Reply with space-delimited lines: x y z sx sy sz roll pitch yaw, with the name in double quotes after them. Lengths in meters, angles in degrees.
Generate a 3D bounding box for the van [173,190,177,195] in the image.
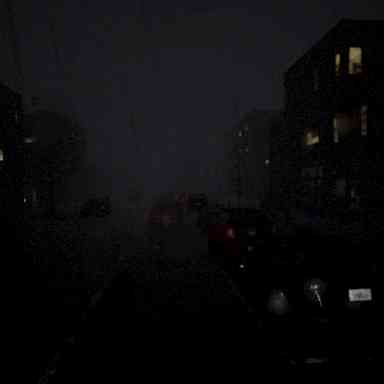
-1.603 0.855 50.999 1.690 1.788 3.998 -1 1 -5 "van"

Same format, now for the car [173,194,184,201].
-2.548 0.998 62.057 1.802 1.307 4.206 -1 1 -5 "car"

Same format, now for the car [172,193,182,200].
-3.023 0.948 67.585 1.802 1.307 4.206 -1 1 -5 "car"

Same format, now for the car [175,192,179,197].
-0.650 1.053 39.944 1.967 1.590 4.097 -1 1 -5 "car"

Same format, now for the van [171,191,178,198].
-4.454 0.559 84.165 1.690 1.788 3.998 -1 1 -5 "van"

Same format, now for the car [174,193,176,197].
-1.121 1.145 45.473 1.802 1.307 4.206 -1 1 -5 "car"

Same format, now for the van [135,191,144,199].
-12.328 0.719 77.918 1.690 1.788 3.998 -1 1 -5 "van"

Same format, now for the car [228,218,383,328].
2.205 1.472 6.779 1.947 1.339 4.313 -1 1 -5 "car"

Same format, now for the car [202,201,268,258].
1.727 1.298 12.305 1.967 1.590 4.097 -1 1 -5 "car"

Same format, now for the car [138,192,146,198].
-13.274 0.824 88.976 1.887 1.381 4.507 -1 1 -5 "car"

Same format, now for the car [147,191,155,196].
-9.692 0.477 78.687 1.812 1.442 4.674 -1 1 -5 "car"

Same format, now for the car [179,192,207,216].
0.298 1.026 28.887 2.192 1.841 5.009 -1 1 -5 "car"

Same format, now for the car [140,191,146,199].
-11.853 0.742 72.390 2.192 1.841 5.009 -1 1 -5 "car"

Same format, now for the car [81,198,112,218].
-8.048 1.261 28.169 1.967 1.590 4.097 -1 1 -5 "car"

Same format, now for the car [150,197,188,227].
-1.648 1.301 21.364 2.128 1.511 4.902 -1 1 -5 "car"

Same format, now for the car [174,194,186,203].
-2.073 1.010 56.529 1.887 1.381 4.507 -1 1 -5 "car"

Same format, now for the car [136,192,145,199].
-12.801 0.769 83.447 1.967 1.590 4.097 -1 1 -5 "car"

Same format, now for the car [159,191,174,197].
-3.879 1.057 47.249 1.882 1.535 5.008 -1 1 -5 "car"

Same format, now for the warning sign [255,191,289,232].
3.813 0.912 15.888 1.300 1.860 1.060 0 1 -5 "warning sign"

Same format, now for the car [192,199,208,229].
1.238 1.333 18.003 1.752 1.417 4.829 -1 1 -5 "car"

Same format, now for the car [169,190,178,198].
-4.930 0.484 89.693 2.192 1.841 5.009 -1 1 -5 "car"

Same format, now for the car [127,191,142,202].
-10.897 1.077 61.337 2.008 1.369 4.403 -1 1 -5 "car"

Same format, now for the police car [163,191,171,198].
-6.351 0.654 85.396 1.930 1.638 5.238 -1 1 -5 "police car"

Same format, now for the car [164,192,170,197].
-7.197 0.646 95.250 1.837 1.490 4.892 -1 1 -5 "car"
